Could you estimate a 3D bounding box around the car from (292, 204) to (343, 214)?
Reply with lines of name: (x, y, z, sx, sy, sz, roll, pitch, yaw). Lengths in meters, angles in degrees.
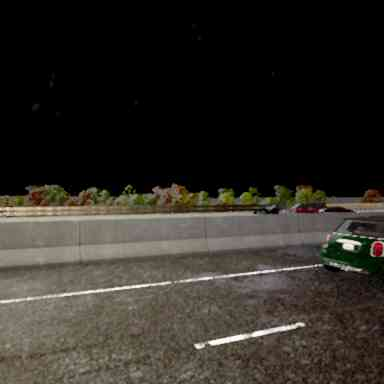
car: (9.550, 1.746, 22.956, 4.674, 1.442, 1.812, 0, -1, -25)

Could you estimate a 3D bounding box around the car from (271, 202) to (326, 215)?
car: (8.984, 1.599, 26.554, 4.553, 1.767, 2.097, 0, -1, -25)

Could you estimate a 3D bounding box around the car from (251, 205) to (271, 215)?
car: (7.387, 1.831, 29.669, 4.181, 1.385, 1.994, 0, -1, -25)

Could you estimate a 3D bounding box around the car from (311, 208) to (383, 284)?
car: (5.963, 1.450, 9.485, 4.553, 1.767, 2.097, 1, -1, -25)
